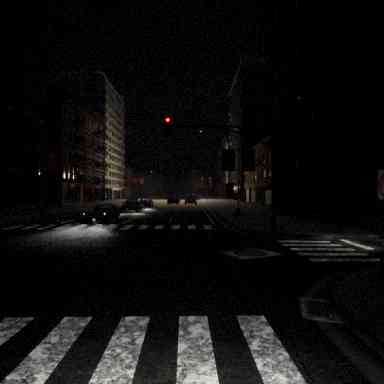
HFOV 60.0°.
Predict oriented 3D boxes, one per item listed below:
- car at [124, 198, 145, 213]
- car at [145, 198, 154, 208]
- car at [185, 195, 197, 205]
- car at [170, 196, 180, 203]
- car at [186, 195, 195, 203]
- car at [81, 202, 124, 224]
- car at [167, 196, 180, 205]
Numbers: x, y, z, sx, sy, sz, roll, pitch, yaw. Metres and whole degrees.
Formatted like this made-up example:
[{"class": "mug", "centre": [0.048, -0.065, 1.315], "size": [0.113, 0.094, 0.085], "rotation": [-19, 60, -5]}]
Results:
[{"class": "car", "centre": [-6.744, 1.522, 37.050], "size": [1.812, 1.442, 4.674], "rotation": [0, 0, 0]}, {"class": "car", "centre": [-6.787, 1.594, 48.621], "size": [1.895, 1.301, 4.718], "rotation": [0, 0, 0]}, {"class": "car", "centre": [-0.233, 1.342, 58.300], "size": [2.097, 1.767, 4.553], "rotation": [0, 0, 0]}, {"class": "car", "centre": [-3.445, 1.587, 69.884], "size": [1.895, 1.301, 4.718], "rotation": [0, 0, 0]}, {"class": "car", "centre": [-0.273, 1.464, 68.332], "size": [1.882, 1.535, 5.008], "rotation": [0, 0, 0]}, {"class": "car", "centre": [-6.700, 1.600, 24.945], "size": [1.895, 1.301, 4.718], "rotation": [0, 0, 0]}, {"class": "car", "centre": [-3.390, 1.467, 59.731], "size": [1.882, 1.535, 5.008], "rotation": [0, 0, 0]}]
